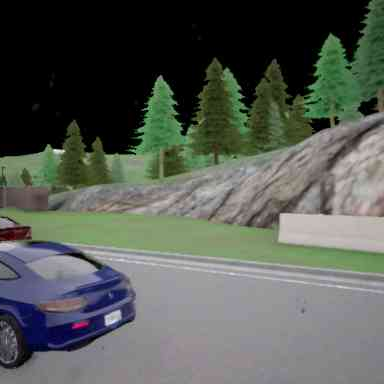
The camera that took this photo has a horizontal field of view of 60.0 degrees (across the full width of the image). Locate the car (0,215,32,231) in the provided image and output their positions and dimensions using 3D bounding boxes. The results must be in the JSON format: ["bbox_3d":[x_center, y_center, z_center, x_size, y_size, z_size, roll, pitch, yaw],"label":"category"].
[{"bbox_3d":[-8.203,1.587,12.749,5.008,1.535,1.882,-1,0,32],"label":"car"}]

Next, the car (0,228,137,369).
[{"bbox_3d":[-3.073,1.568,5.694,4.674,1.442,1.812,-1,0,30],"label":"car"}]
